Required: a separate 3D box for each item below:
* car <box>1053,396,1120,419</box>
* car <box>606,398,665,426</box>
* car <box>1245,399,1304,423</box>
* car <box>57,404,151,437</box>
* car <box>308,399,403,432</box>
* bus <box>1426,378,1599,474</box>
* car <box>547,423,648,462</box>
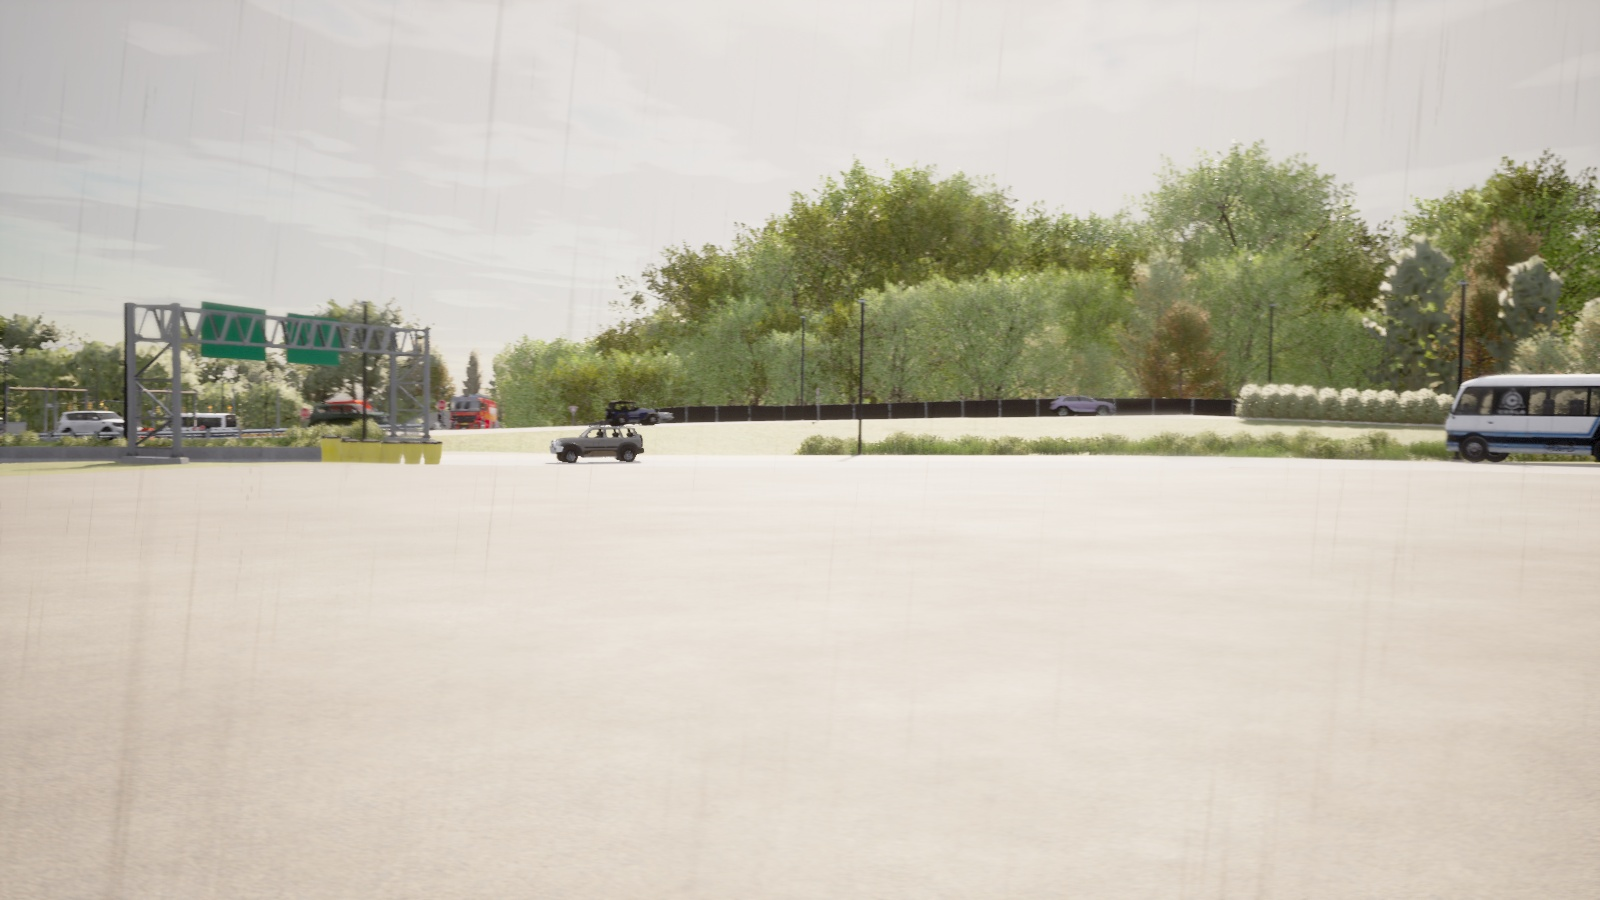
[{"bbox_3d":[21.526,-3.170,94.534,4.856,1.649,2.033,0,2,12],"label":"car"},{"bbox_3d":[-11.889,-2.756,90.765,3.866,1.878,1.905,-2,2,-25],"label":"car"},{"bbox_3d":[34.567,-2.836,91.509,3.705,1.549,1.789,3,2,13],"label":"car"},{"bbox_3d":[-46.310,-1.960,83.575,5.566,2.045,2.150,-1,1,17],"label":"car"},{"bbox_3d":[-29.594,-2.299,83.694,5.566,2.045,2.150,-1,3,8],"label":"car"},{"bbox_3d":[35.575,-1.147,58.886,3.944,4.253,10.273,0,2,-42],"label":"bus"},{"bbox_3d":[-9.987,-0.381,61.847,4.605,1.855,1.932,0,1,-21],"label":"car"}]
